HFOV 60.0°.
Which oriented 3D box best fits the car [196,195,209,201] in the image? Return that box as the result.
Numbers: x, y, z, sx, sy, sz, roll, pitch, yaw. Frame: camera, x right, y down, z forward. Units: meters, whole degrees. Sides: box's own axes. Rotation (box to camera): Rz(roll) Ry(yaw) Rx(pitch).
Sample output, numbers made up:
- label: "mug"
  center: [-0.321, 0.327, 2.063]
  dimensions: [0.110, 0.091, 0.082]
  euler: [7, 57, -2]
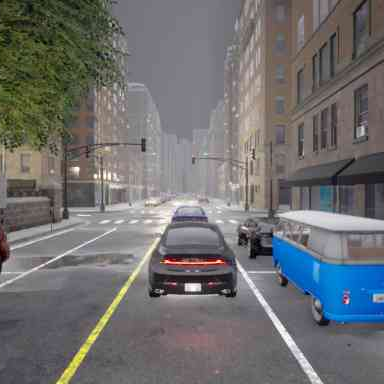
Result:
- label: "car"
  center: [2.336, 1.410, 66.830]
  dimensions: [1.967, 1.590, 4.097]
  euler: [0, 0, 0]

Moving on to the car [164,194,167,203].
- label: "car"
  center: [-6.145, 1.514, 61.276]
  dimensions: [1.887, 1.381, 4.507]
  euler: [0, 0, 0]

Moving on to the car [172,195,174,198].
- label: "car"
  center: [-6.317, 1.289, 83.079]
  dimensions: [2.192, 1.841, 5.009]
  euler: [0, 0, 0]

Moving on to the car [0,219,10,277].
- label: "car"
  center: [-5.717, 1.314, 6.688]
  dimensions: [2.192, 1.841, 5.009]
  euler: [0, 0, 0]

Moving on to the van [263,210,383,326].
- label: "van"
  center: [2.808, 1.340, 6.795]
  dimensions: [1.690, 1.788, 3.998]
  euler: [0, 0, 0]

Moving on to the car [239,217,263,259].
- label: "car"
  center: [2.764, 1.563, 12.455]
  dimensions: [1.947, 1.339, 4.313]
  euler: [0, 0, 0]

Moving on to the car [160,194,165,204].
- label: "car"
  center: [-6.102, 1.521, 55.825]
  dimensions: [2.008, 1.369, 4.403]
  euler: [0, 0, 0]

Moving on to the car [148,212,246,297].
- label: "car"
  center: [0.009, 1.503, 8.536]
  dimensions: [1.837, 1.490, 4.892]
  euler: [0, 0, 0]

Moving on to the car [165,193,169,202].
- label: "car"
  center: [-6.188, 1.514, 66.727]
  dimensions: [1.887, 1.381, 4.507]
  euler: [0, 0, 0]

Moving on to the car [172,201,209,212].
- label: "car"
  center: [-0.104, 1.472, 18.032]
  dimensions: [1.882, 1.535, 5.008]
  euler: [0, 0, 0]

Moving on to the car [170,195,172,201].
- label: "car"
  center: [-6.273, 1.522, 77.628]
  dimensions: [2.008, 1.369, 4.403]
  euler: [0, 0, 0]

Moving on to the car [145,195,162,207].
- label: "car"
  center: [-6.058, 1.497, 50.205]
  dimensions: [1.752, 1.417, 4.829]
  euler: [0, 0, 0]
